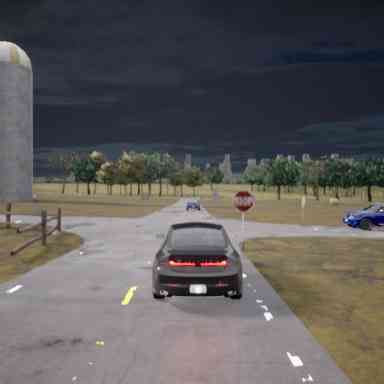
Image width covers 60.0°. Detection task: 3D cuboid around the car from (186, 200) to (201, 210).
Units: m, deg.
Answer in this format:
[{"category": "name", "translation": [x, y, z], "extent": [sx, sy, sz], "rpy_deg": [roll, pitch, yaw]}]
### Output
[{"category": "car", "translation": [0.193, 1.843, 48.031], "extent": [1.812, 1.442, 4.674], "rpy_deg": [0, -1, 0]}]

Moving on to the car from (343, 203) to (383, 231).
[{"category": "car", "translation": [14.305, 1.848, 24.799], "extent": [5.566, 2.045, 2.150], "rpy_deg": [2, 0, 0]}]

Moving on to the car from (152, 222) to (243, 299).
[{"category": "car", "translation": [0.116, 1.511, 8.427], "extent": [1.837, 1.490, 4.892], "rpy_deg": [0, 0, 0]}]
